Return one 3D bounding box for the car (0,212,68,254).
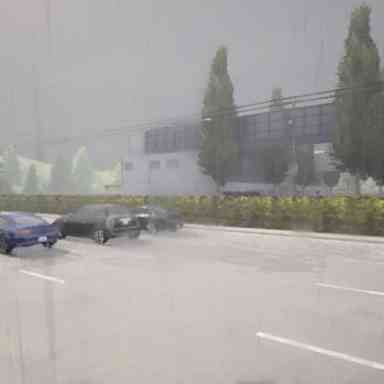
[{"bbox_3d":[-7.283,1.530,13.429,4.674,1.442,1.812,0,0,36],"label":"car"}]

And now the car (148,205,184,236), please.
[{"bbox_3d":[-2.692,1.511,18.744,4.892,1.490,1.837,0,0,36],"label":"car"}]

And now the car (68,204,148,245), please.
[{"bbox_3d":[-4.624,1.356,15.824,4.553,1.767,2.097,0,0,36],"label":"car"}]
